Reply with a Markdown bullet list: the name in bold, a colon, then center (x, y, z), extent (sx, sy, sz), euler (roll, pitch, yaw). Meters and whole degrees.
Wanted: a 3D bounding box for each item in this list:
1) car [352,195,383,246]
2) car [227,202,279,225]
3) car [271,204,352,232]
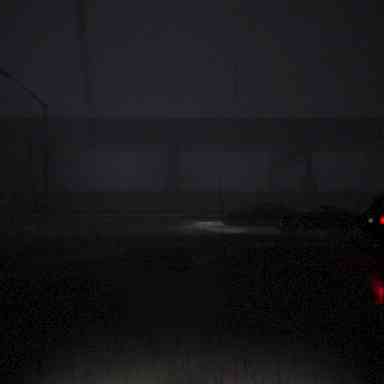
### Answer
- **car**: center (9.145, 1.150, 11.887), extent (5.566, 2.045, 2.150), euler (1, 0, 4)
- **car**: center (4.679, 1.400, 22.331), extent (4.674, 1.442, 1.812), euler (0, 0, 0)
- **car**: center (7.229, 1.495, 18.820), extent (4.718, 1.301, 1.895), euler (0, 0, 1)
